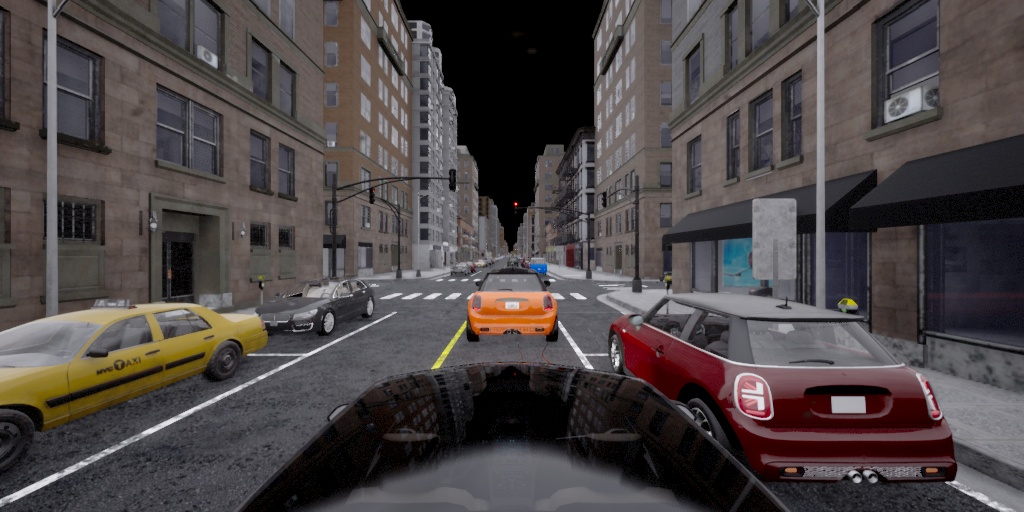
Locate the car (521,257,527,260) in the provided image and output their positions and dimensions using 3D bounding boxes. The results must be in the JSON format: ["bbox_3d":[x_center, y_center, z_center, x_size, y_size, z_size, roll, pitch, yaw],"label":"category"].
[{"bbox_3d":[2.739,1.318,60.078,1.802,1.307,4.207,0,0,0],"label":"car"}]

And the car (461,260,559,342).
[{"bbox_3d":[0.025,1.101,9.973,2.097,1.767,4.553,0,0,1],"label":"car"}]

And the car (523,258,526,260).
[{"bbox_3d":[2.719,1.324,48.714,1.802,1.307,4.207,0,0,0],"label":"car"}]

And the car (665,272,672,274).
[{"bbox_3d":[13.309,1.383,25.157,5.357,1.411,2.033,0,0,-1],"label":"car"}]

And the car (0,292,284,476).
[{"bbox_3d":[-5.383,1.275,4.587,1.751,1.417,4.829,0,0,0],"label":"car"}]

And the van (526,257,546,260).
[{"bbox_3d":[2.699,1.085,37.352,1.690,1.789,3.998,0,0,0],"label":"van"}]

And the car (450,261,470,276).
[{"bbox_3d":[-5.326,1.294,37.357,2.007,1.370,4.403,0,0,0],"label":"car"}]

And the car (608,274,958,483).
[{"bbox_3d":[2.643,1.189,4.752,1.967,1.591,4.097,0,0,0],"label":"car"}]

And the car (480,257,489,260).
[{"bbox_3d":[-5.287,1.262,59.915,1.751,1.417,4.829,0,0,0],"label":"car"}]

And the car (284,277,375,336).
[{"bbox_3d":[-5.373,1.299,10.276,2.007,1.370,4.403,0,0,0],"label":"car"}]
